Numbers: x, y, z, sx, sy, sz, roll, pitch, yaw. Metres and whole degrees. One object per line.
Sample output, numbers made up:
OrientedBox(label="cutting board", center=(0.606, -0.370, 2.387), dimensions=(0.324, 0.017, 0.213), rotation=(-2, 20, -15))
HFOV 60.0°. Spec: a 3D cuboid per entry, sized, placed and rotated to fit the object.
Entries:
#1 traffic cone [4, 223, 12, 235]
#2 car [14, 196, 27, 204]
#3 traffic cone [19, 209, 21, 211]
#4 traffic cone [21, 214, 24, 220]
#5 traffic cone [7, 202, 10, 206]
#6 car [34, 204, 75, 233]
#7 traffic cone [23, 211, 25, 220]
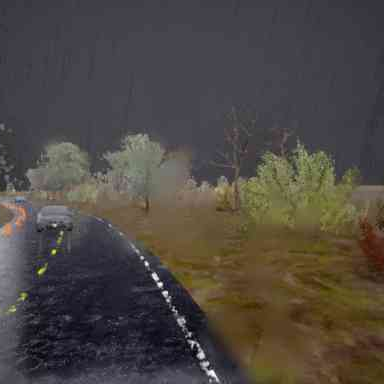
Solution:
OrientedBox(label="traffic cone", center=(-9.854, 1.964, 17.801), dimensions=(0.340, 0.580, 0.340), rotation=(0, 0, -20))
OrientedBox(label="car", center=(-33.362, 1.544, 64.749), dimensions=(1.882, 1.535, 5.008), rotation=(0, 0, -32))
OrientedBox(label="traffic cone", center=(-15.780, 1.976, 31.223), dimensions=(0.340, 0.580, 0.340), rotation=(0, 0, -27))
OrientedBox(label="traffic cone", center=(-11.652, 1.967, 22.352), dimensions=(0.340, 0.580, 0.340), rotation=(0, 0, -23))
OrientedBox(label="traffic cone", center=(-28.519, 2.007, 52.468), dimensions=(0.340, 0.580, 0.340), rotation=(0, 0, -32))
OrientedBox(label="car", center=(-8.199, 1.511, 19.967), dimensions=(1.837, 1.490, 4.892), rotation=(0, 0, -22))
OrientedBox(label="traffic cone", center=(-13.629, 1.971, 26.828), dimensions=(0.340, 0.580, 0.340), rotation=(0, 0, -25))
